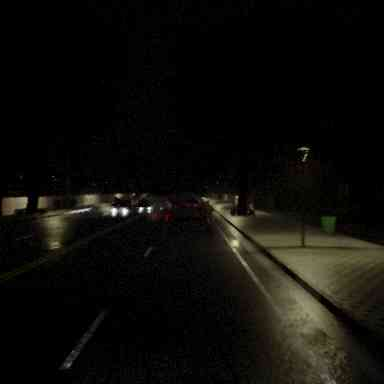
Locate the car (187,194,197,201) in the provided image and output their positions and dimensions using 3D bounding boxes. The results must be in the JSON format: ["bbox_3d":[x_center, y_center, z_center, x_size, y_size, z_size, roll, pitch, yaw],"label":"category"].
[{"bbox_3d":[0.001,1.376,80.832,2.128,1.511,4.902,0,0,0],"label":"car"}]

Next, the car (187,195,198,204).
[{"bbox_3d":[0.044,1.398,61.157,1.812,1.442,4.674,0,0,0],"label":"car"}]

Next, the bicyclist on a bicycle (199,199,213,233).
[{"bbox_3d":[0.895,1.331,18.574,0.659,1.776,1.843,0,0,0],"label":"bicyclist on a bicycle"}]

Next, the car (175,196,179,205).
[{"bbox_3d":[-3.149,1.410,54.838,1.812,1.442,4.674,0,0,0],"label":"car"}]

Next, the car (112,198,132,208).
[{"bbox_3d":[-9.819,1.502,46.837,1.895,1.301,4.718,0,0,0],"label":"car"}]

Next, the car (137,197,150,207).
[{"bbox_3d":[-6.569,1.463,47.879,1.994,1.385,4.181,0,0,0],"label":"car"}]

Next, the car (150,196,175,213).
[{"bbox_3d":[-3.150,1.449,36.467,1.812,1.442,4.674,0,0,0],"label":"car"}]
